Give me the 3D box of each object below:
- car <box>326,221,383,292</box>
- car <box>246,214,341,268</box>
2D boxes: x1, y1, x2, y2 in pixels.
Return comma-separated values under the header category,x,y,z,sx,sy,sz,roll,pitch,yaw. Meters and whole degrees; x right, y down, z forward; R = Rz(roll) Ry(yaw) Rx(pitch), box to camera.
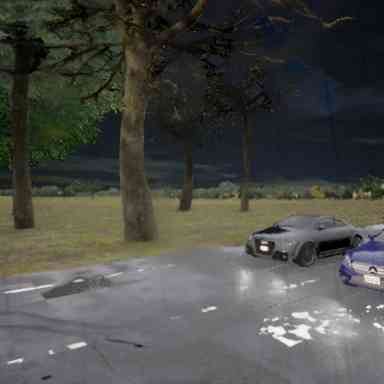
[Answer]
category,x,y,z,sx,sy,sz,roll,pitch,yaw
car,5.394,1.411,7.794,4.674,1.442,1.812,-1,1,-35
car,3.749,1.442,10.915,4.181,1.385,1.994,-1,1,-35
